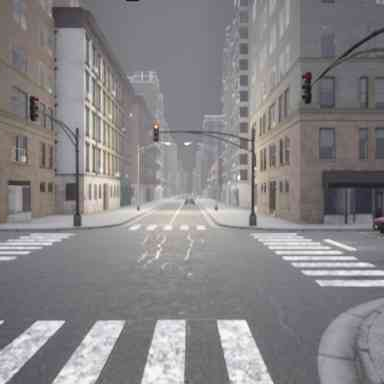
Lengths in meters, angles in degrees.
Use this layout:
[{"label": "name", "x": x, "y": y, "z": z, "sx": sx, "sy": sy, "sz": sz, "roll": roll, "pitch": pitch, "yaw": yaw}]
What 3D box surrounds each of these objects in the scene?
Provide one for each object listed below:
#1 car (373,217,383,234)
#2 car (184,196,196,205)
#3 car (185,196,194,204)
[{"label": "car", "x": 11.656, "y": 1.542, "z": 16.982, "sx": 4.507, "sy": 1.381, "sz": 1.887, "roll": 0, "pitch": 0, "yaw": 0}, {"label": "car", "x": -0.416, "y": 1.585, "z": 59.188, "sx": 1.812, "sy": 1.442, "sz": 4.674, "roll": 0, "pitch": 0, "yaw": 0}, {"label": "car", "x": -0.487, "y": 1.600, "z": 69.192, "sx": 1.812, "sy": 1.442, "sz": 4.674, "roll": 0, "pitch": 0, "yaw": 0}]
